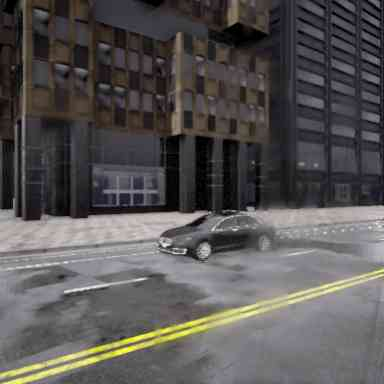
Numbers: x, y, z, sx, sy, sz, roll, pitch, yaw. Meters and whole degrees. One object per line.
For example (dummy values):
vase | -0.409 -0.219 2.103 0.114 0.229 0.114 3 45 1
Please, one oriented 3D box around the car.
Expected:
car | 1.065 1.535 12.425 4.892 1.490 1.837 0 0 -35
